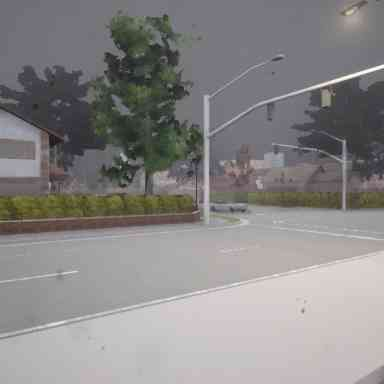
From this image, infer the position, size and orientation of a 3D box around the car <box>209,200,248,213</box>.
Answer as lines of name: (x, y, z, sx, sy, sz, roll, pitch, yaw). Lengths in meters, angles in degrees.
car: (3.869, 1.510, 36.329, 1.895, 1.301, 4.718, 0, 0, -36)
